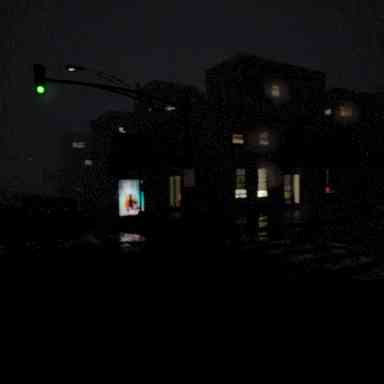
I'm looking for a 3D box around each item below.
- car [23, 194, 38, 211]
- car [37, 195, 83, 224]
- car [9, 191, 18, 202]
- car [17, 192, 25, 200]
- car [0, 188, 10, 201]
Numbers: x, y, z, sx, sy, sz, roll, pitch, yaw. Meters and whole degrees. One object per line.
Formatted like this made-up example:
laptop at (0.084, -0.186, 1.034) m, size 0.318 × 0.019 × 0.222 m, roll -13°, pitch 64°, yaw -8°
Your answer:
car at (-14.273, 1.017, 30.975) m, size 1.802 × 1.307 × 4.206 m, roll -3°, pitch 2°, yaw -31°
car at (-8.369, 1.011, 21.230) m, size 1.967 × 1.590 × 4.097 m, roll -3°, pitch 2°, yaw -31°
car at (-26.088, 0.719, 50.457) m, size 2.008 × 1.369 × 4.403 m, roll -3°, pitch 2°, yaw -31°
car at (-17.228, 0.918, 35.845) m, size 2.008 × 1.369 × 4.403 m, roll -3°, pitch 2°, yaw -31°
car at (-30.715, 0.419, 53.065) m, size 2.150 × 2.045 × 5.566 m, roll -2°, pitch 2°, yaw -31°
